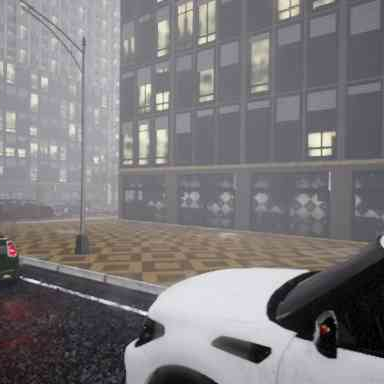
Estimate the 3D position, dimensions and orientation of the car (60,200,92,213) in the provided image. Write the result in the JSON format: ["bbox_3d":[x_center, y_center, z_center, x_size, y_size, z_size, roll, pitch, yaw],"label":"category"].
[{"bbox_3d":[-14.600,1.736,40.732,1.837,1.490,4.892,1,0,36],"label":"car"}]

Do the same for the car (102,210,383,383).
[{"bbox_3d":[2.046,1.223,2.223,5.566,2.045,2.150,0,0,36],"label":"car"}]

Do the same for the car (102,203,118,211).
[{"bbox_3d":[-8.380,1.865,39.430,1.752,1.417,4.829,0,0,36],"label":"car"}]

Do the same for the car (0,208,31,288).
[{"bbox_3d":[-6.211,1.360,8.092,4.553,1.767,2.097,0,0,35],"label":"car"}]

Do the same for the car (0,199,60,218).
[{"bbox_3d":[-15.166,1.555,30.210,2.192,1.841,5.009,0,0,36],"label":"car"}]

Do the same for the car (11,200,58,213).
[{"bbox_3d":[-18.676,1.688,39.580,1.752,1.417,4.829,0,0,36],"label":"car"}]
